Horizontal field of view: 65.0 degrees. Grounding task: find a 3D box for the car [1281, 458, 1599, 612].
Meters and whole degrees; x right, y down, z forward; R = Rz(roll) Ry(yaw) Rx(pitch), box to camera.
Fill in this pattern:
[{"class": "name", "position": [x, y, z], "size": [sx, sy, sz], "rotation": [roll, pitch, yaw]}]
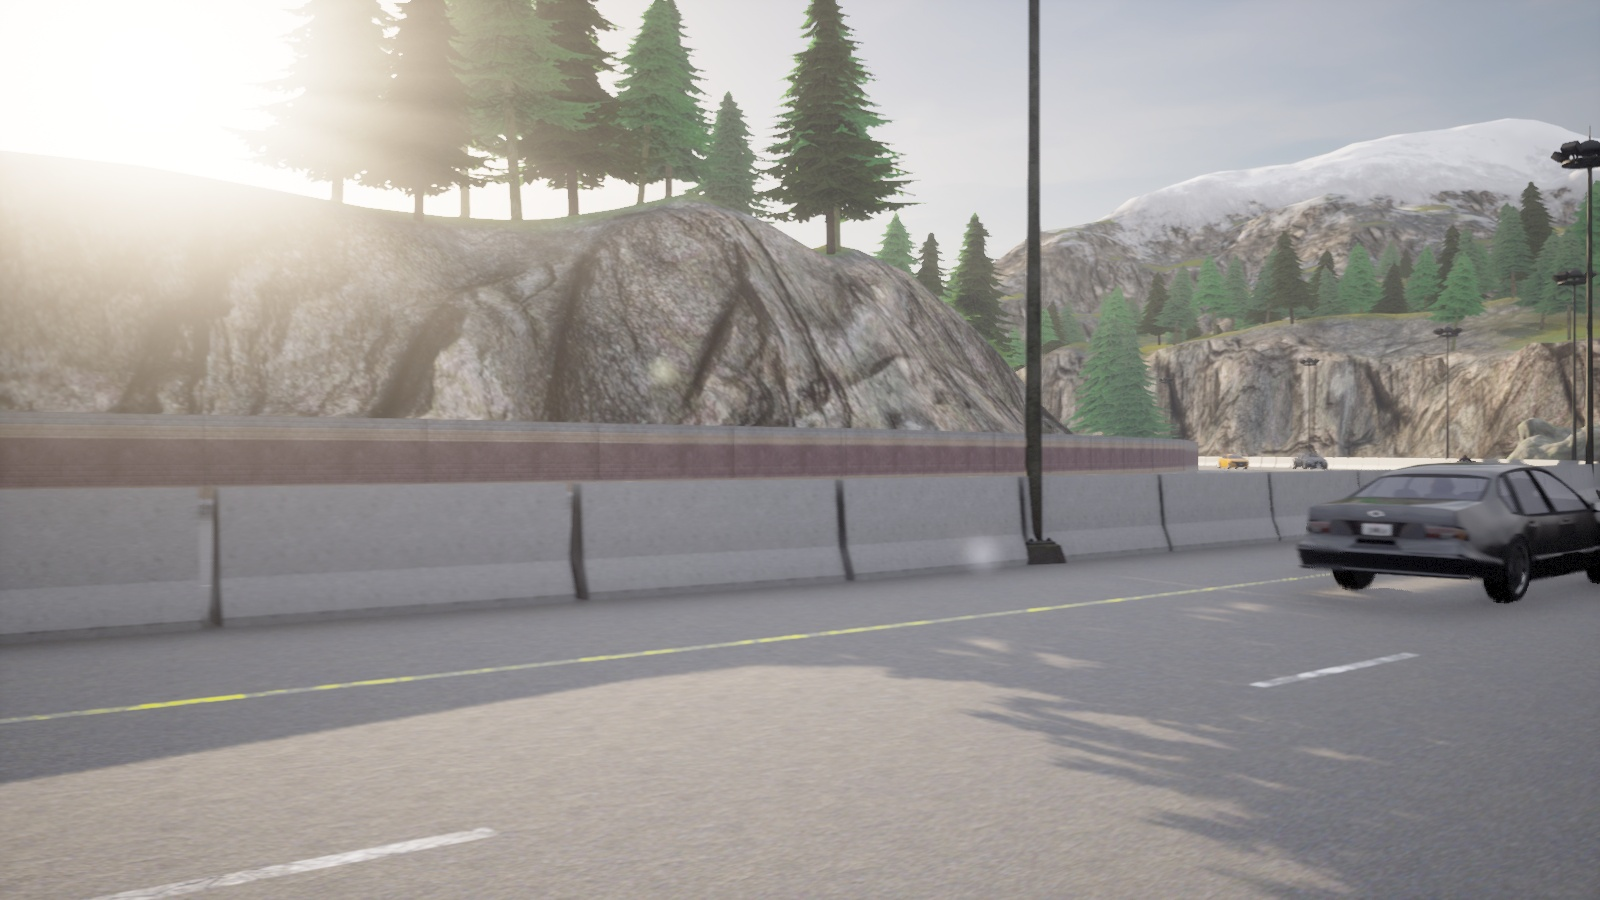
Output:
[{"class": "car", "position": [7.759, 0.814, 14.269], "size": [5.357, 1.411, 2.033], "rotation": [0, 0, -41]}]
